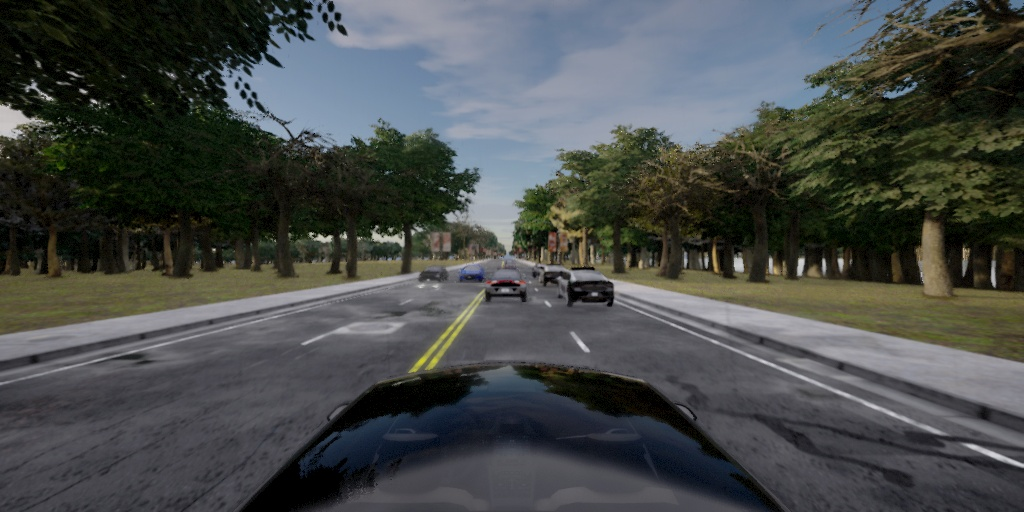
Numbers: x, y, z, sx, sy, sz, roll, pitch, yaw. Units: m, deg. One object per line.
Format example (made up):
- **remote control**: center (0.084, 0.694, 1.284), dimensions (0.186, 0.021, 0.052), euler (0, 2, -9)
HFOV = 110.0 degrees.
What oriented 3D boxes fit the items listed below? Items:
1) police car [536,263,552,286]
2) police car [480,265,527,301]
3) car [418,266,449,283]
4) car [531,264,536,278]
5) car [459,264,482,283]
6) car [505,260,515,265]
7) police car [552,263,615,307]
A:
- **police car**: center (3.189, 1.395, 27.621), dimensions (1.930, 1.638, 5.238), euler (0, 0, 0)
- **police car**: center (-0.241, 1.401, 18.453), dimensions (2.038, 1.542, 4.974), euler (0, -1, 1)
- **car**: center (-6.680, 1.544, 31.180), dimensions (2.033, 1.411, 5.357), euler (0, 0, 0)
- **car**: center (3.124, 1.541, 38.521), dimensions (2.128, 1.511, 4.902), euler (0, 0, 0)
- **car**: center (-3.433, 1.477, 31.561), dimensions (1.882, 1.535, 5.008), euler (0, 0, 0)
- **car**: center (-0.239, 1.709, 60.033), dimensions (2.033, 1.411, 5.357), euler (0, 0, 0)
- **police car**: center (3.232, 1.309, 16.611), dimensions (1.930, 1.638, 5.238), euler (0, 0, 0)
